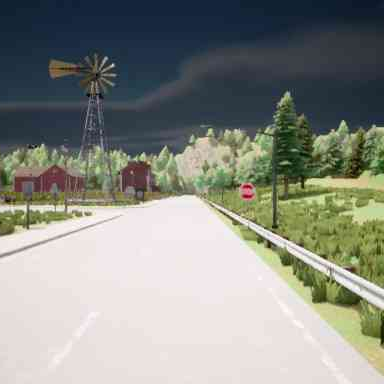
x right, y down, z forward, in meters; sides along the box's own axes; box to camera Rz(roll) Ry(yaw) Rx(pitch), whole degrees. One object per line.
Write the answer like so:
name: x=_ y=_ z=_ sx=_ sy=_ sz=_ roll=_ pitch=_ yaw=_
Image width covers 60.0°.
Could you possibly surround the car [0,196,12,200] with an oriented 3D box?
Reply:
car: x=-32.297 y=1.471 z=57.536 sx=1.784 sy=1.438 sz=3.905 roll=0 pitch=0 yaw=0
